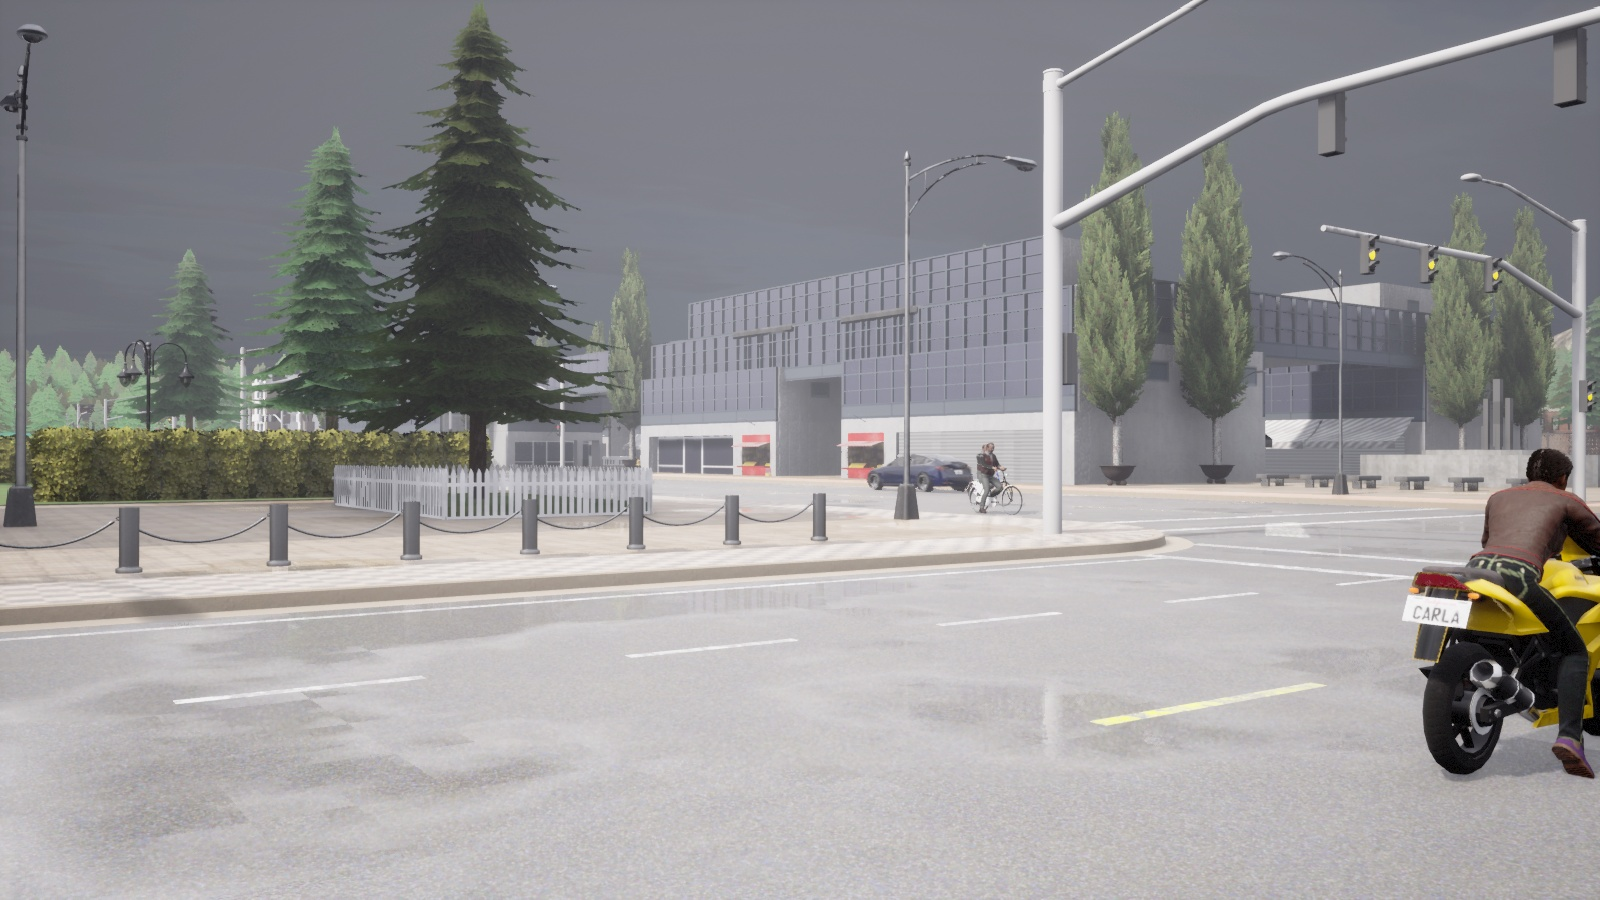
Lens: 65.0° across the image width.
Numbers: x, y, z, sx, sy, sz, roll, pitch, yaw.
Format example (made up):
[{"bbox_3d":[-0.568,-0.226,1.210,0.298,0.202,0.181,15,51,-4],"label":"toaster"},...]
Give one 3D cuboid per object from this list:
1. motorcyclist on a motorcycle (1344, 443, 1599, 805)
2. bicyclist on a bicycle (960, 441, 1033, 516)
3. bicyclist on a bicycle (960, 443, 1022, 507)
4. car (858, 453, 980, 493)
[{"bbox_3d":[3.643,0.734,6.198,2.044,1.523,0.797,0,0,-35],"label":"motorcyclist on a motorcycle"},{"bbox_3d":[4.793,0.680,30.691,0.659,1.776,1.843,0,0,-35],"label":"bicyclist on a bicycle"},{"bbox_3d":[5.441,0.692,35.879,0.659,1.776,1.843,0,0,-35],"label":"bicyclist on a bicycle"},{"bbox_3d":[4.616,0.855,49.294,2.163,1.488,4.792,0,0,-35],"label":"car"}]
